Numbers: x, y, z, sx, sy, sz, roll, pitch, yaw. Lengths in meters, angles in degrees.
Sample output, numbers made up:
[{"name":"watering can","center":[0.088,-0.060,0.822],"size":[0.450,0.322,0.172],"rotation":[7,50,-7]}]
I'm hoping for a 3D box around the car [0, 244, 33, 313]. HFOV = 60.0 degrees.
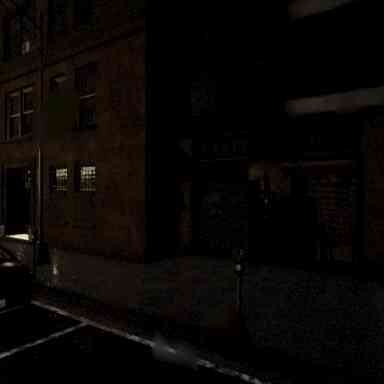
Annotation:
[{"name":"car","center":[-4.848,1.551,6.525],"size":[4.403,1.369,2.008],"rotation":[0,0,35]}]
